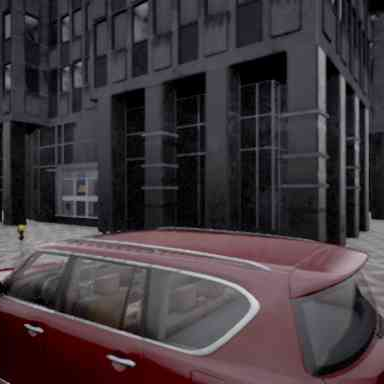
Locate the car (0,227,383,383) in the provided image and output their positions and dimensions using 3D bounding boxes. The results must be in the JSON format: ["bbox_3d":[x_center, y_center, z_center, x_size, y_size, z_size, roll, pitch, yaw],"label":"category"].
[{"bbox_3d":[-0.668,1.312,3.444,5.009,1.841,2.192,0,0,35],"label":"car"}]
